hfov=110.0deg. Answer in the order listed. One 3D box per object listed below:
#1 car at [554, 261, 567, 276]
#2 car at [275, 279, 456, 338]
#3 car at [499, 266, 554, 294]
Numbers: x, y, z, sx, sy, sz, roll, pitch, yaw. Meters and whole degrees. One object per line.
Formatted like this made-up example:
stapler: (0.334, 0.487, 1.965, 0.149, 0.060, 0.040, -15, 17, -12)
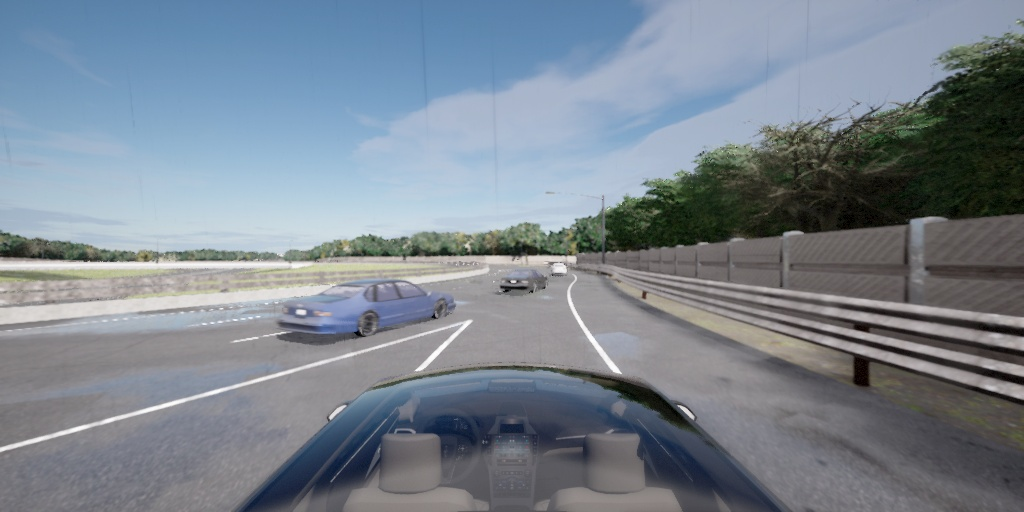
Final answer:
car: (5.998, 1.724, 45.766, 1.812, 1.442, 4.674, 0, -1, 7)
car: (-3.851, 1.382, 10.623, 2.033, 1.411, 5.357, 0, -1, 25)
car: (0.869, 1.505, 22.290, 2.033, 1.411, 5.357, 0, -1, 18)
